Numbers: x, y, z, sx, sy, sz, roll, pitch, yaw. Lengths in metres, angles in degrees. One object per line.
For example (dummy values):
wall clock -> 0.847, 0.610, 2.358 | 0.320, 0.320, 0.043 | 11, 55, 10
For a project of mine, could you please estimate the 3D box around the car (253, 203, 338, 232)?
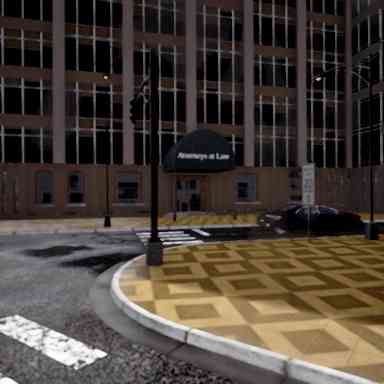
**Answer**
car -> 5.829, 1.388, 18.963 | 4.181, 1.385, 1.994 | 0, 0, -14

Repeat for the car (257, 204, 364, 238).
car -> 5.871, 1.308, 16.037 | 4.902, 1.511, 2.128 | 0, 0, -14
